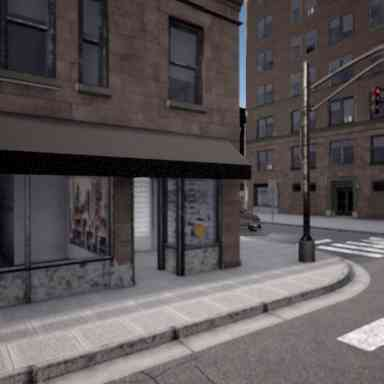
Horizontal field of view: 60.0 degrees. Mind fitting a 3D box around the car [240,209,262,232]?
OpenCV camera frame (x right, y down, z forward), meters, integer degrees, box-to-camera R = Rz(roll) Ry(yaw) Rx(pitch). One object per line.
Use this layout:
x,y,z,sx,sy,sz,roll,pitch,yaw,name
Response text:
1.888,1.492,19.271,1.837,1.490,4.892,0,0,-36,car
